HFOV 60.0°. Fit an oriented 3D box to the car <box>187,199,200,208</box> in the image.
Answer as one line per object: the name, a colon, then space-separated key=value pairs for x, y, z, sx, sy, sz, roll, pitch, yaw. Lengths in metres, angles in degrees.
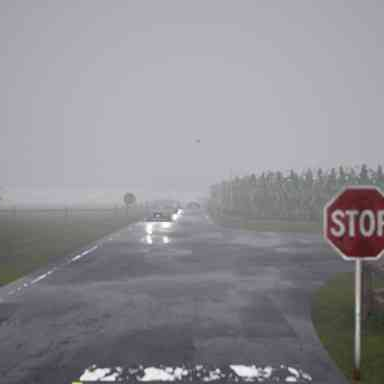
car: x=0.288 y=1.867 z=53.520 sx=1.812 sy=1.442 sz=4.674 roll=0 pitch=0 yaw=0

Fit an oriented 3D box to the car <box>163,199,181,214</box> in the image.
car: x=-2.710 y=1.607 z=39.179 sx=2.097 sy=1.767 sz=4.553 roll=0 pitch=0 yaw=0

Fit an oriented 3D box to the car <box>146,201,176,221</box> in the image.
car: x=-2.749 y=1.753 z=28.722 sx=1.994 sy=1.385 sz=4.181 roll=0 pitch=0 yaw=0

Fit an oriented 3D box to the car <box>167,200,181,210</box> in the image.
car: x=-2.665 y=1.924 z=50.435 sx=1.895 sy=1.301 sz=4.718 roll=0 pitch=0 yaw=0
